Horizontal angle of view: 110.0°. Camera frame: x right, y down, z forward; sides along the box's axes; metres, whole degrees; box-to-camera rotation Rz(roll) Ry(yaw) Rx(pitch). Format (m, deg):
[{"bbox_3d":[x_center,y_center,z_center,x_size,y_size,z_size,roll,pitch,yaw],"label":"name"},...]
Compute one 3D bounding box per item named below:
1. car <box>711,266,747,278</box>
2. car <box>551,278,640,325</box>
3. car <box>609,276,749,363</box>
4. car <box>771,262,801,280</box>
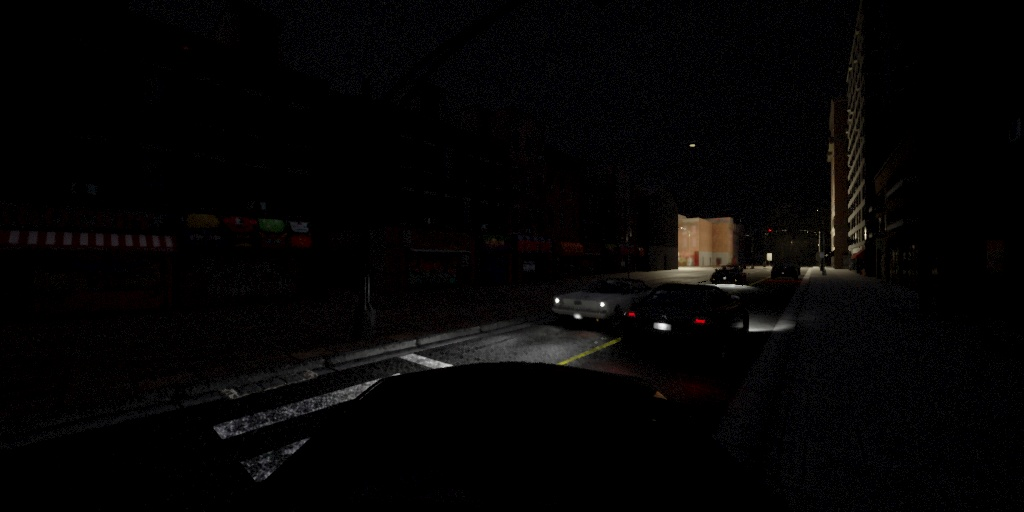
[{"bbox_3d":[16.989,1.457,27.994,1.994,1.385,4.181,0,-1,40],"label":"car"},{"bbox_3d":[3.270,1.402,11.782,1.895,1.301,4.718,0,0,40],"label":"car"},{"bbox_3d":[4.206,1.343,8.473,1.994,1.385,4.181,0,0,40],"label":"car"},{"bbox_3d":[25.896,1.406,34.038,1.882,1.535,5.008,0,-1,40],"label":"car"}]
